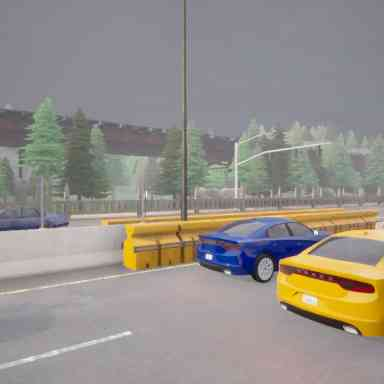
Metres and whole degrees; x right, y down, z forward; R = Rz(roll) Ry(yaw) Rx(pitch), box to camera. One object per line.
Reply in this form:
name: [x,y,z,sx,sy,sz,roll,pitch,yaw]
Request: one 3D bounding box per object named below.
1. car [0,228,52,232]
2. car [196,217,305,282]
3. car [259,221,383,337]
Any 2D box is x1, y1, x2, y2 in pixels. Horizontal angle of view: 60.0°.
car: [-9.709,1.555,18.441,5.357,1.411,2.033,0,0,-36]
car: [2.438,1.478,9.793,5.008,1.535,1.882,0,0,-36]
car: [3.799,1.478,6.464,5.008,1.535,1.882,0,0,-35]
